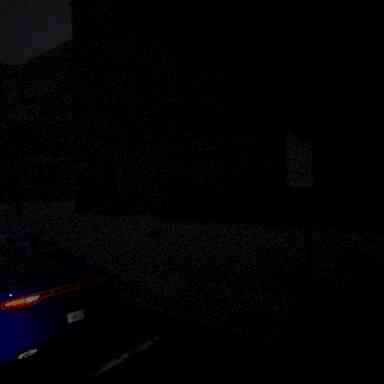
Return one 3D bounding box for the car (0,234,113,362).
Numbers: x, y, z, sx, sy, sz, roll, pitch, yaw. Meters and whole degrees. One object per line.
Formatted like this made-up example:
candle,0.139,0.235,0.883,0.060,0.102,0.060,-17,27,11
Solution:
car,-3.563,1.481,5.761,5.008,1.535,2.097,0,0,34
